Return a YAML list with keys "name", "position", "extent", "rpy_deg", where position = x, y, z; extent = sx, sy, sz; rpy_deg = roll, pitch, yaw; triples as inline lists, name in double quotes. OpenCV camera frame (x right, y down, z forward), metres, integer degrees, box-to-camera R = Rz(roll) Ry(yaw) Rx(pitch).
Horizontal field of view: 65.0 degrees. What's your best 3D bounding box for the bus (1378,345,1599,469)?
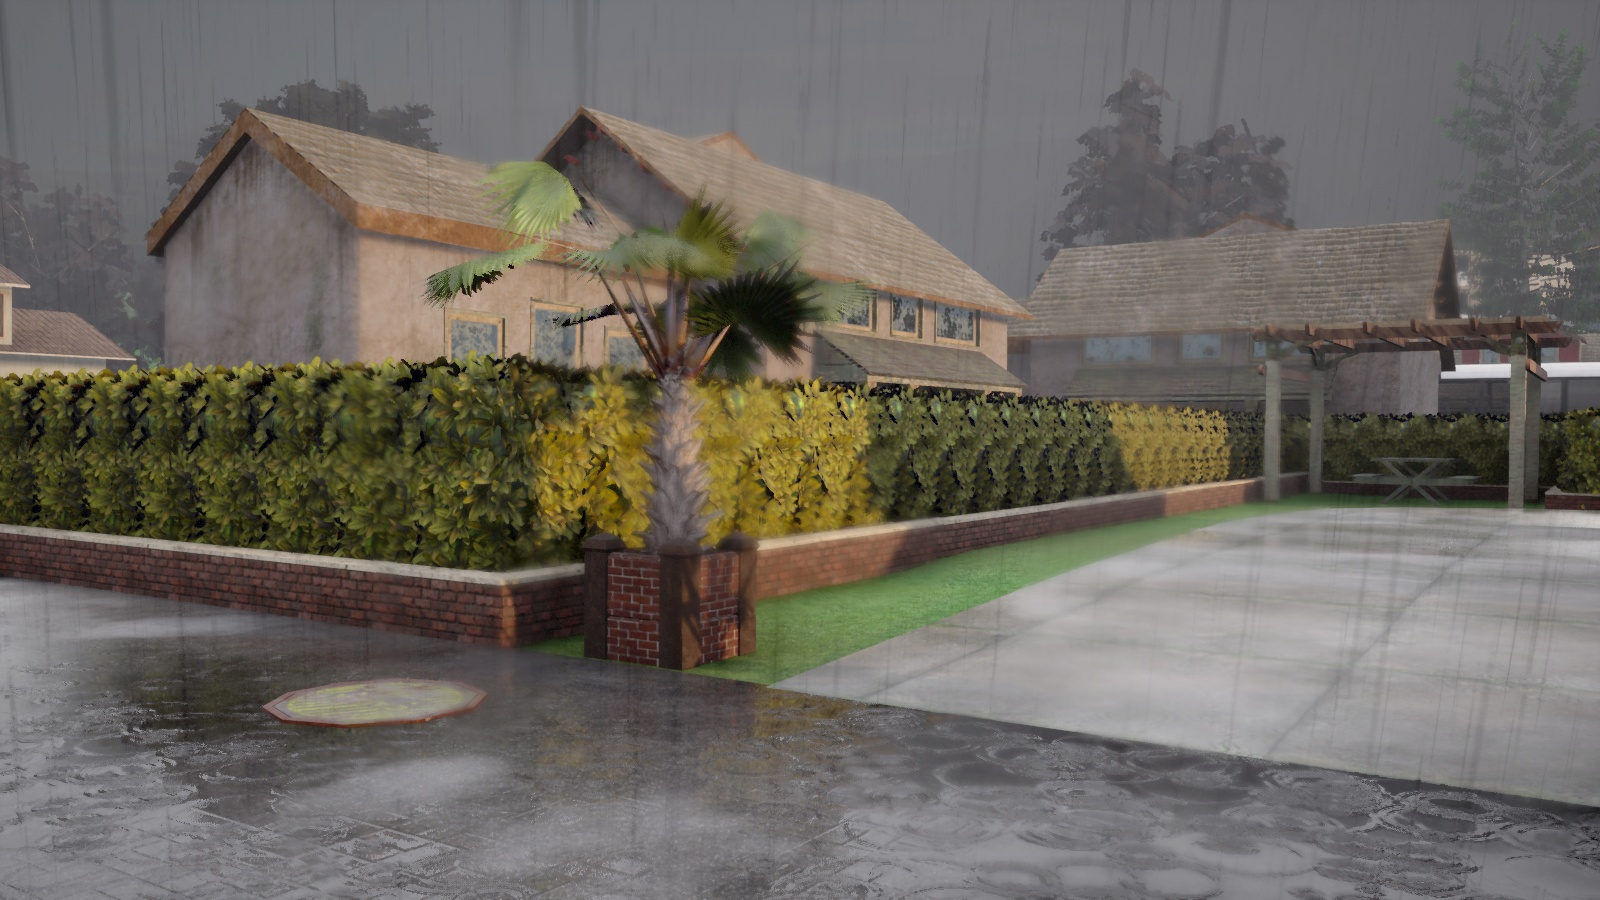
- name: "bus"
  position: [26.992, -1.514, 45.735]
  extent: [10.273, 4.253, 3.944]
  rpy_deg: [0, 1, 34]
